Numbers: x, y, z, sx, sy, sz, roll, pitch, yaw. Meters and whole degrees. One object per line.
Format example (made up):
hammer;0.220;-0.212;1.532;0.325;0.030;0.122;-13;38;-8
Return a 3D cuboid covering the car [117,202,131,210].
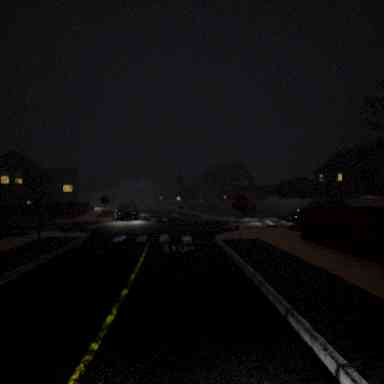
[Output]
car;-12.325;2.484;59.908;2.033;1.411;5.357;0;-1;-17

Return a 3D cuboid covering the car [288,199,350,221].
car;9.751;1.360;25.467;4.553;1.767;2.097;-1;0;0

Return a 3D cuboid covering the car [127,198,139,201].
car;-8.563;2.025;46.066;2.097;1.767;4.553;0;-1;-14

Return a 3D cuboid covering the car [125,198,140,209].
car;-12.343;2.309;68.745;2.150;2.045;5.566;0;-1;-20

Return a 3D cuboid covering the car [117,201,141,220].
car;-6.211;1.923;33.041;1.882;1.535;5.008;0;-1;-4

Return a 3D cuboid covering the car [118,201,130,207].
car;-16.165;2.734;78.512;1.994;1.385;4.181;0;-1;-23
